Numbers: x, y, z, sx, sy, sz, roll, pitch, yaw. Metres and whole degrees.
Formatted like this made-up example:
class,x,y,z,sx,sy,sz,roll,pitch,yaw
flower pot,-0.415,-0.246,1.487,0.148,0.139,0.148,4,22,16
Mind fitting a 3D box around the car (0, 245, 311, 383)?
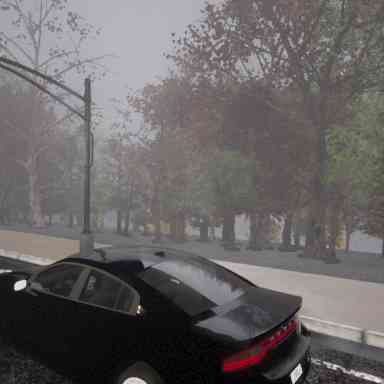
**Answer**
class,x,y,z,sx,sy,sz,roll,pitch,yaw
car,-1.046,1.477,4.488,5.008,1.535,1.882,0,0,36
